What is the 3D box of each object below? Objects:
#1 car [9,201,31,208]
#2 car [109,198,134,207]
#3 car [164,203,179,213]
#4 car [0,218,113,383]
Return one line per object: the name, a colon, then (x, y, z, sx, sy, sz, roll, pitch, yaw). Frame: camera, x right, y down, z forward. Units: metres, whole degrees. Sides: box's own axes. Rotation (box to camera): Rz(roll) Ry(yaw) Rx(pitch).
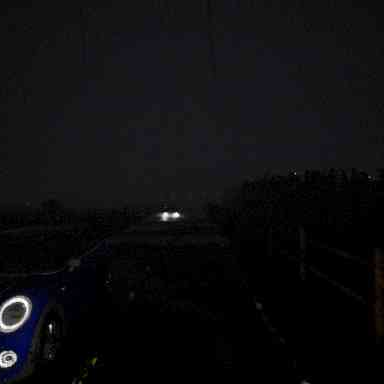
car: (-39.843, 2.855, 76.713, 4.892, 1.490, 1.837, 0, 0, 0)
car: (-16.250, 2.386, 76.684, 5.566, 2.045, 2.150, 0, 0, 0)
car: (-2.842, 2.232, 46.929, 1.895, 1.301, 4.718, 0, -1, 0)
car: (-2.849, 1.429, 5.729, 2.097, 1.767, 4.553, 0, -1, 0)
